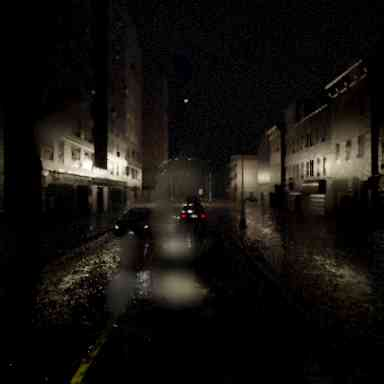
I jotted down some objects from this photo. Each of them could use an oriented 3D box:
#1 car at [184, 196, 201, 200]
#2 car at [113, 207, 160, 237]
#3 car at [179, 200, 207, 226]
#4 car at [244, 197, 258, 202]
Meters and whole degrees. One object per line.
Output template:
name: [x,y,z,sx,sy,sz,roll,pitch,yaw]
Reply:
car: [0.066,1.333,43.794,2.097,1.767,4.553,0,0,0]
car: [-2.847,1.540,18.186,2.033,1.411,5.357,0,0,0]
car: [0.083,1.538,23.107,2.033,1.411,5.357,0,0,0]
car: [13.165,1.662,72.366,4.313,1.339,1.947,0,-1,0]
